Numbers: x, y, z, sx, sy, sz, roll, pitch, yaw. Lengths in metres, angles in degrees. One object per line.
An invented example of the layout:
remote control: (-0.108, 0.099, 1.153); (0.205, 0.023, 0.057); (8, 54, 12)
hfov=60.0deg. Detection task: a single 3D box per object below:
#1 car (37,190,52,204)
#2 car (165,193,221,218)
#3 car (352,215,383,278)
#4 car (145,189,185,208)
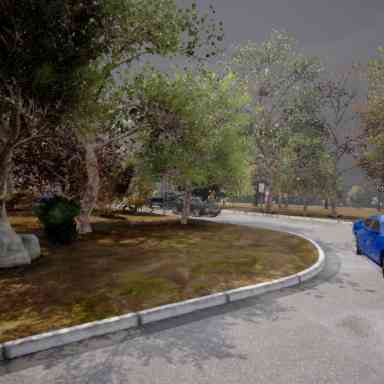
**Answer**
car: (-17.436, 0.589, 37.910); (4.553, 1.767, 2.097); (1, -1, -14)
car: (0.221, 1.089, 25.658); (1.837, 1.490, 4.892); (1, 0, -36)
car: (6.211, 1.457, 9.832); (1.882, 1.535, 5.008); (2, 1, 13)
car: (-2.724, 0.722, 34.559); (2.150, 2.045, 5.566); (2, 0, -44)
